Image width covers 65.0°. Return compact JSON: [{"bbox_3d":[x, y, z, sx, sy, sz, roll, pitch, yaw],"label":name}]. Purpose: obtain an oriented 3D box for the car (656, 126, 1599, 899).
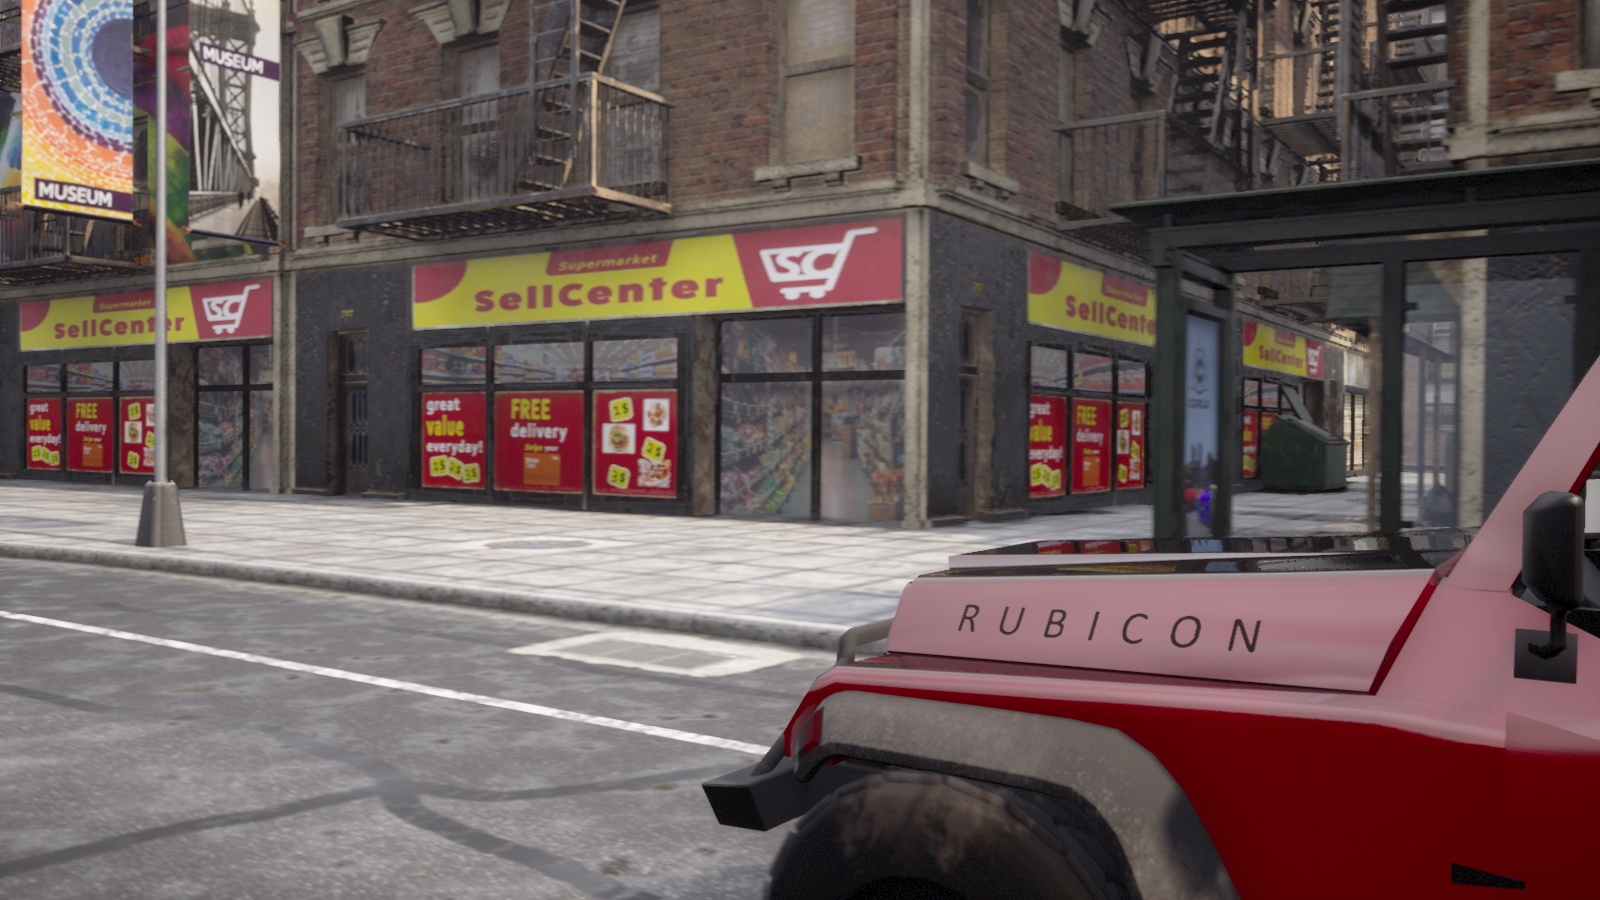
[{"bbox_3d":[1.841,0.478,2.396,3.866,1.878,1.905,0,1,34],"label":"car"}]
